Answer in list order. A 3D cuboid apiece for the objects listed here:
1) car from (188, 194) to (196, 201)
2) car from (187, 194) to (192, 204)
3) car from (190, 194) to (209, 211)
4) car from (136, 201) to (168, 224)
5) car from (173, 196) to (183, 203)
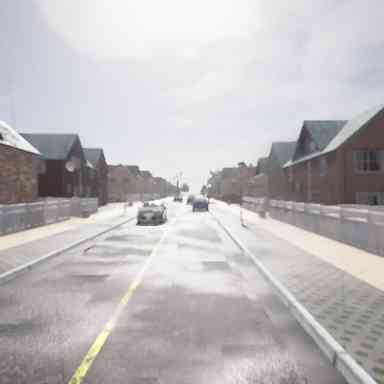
[{"bbox_3d":[-0.009,1.139,73.873,1.882,1.535,5.008,0,0,0],"label":"car"},{"bbox_3d":[-0.007,1.366,57.692,1.837,1.490,4.892,0,0,0],"label":"car"},{"bbox_3d":[0.958,1.369,39.122,1.882,1.535,5.008,0,0,0],"label":"car"},{"bbox_3d":[-2.850,1.414,24.339,2.128,1.511,4.902,0,0,0],"label":"car"},{"bbox_3d":[-2.760,1.443,66.618,1.895,1.301,4.718,0,0,0],"label":"car"}]
